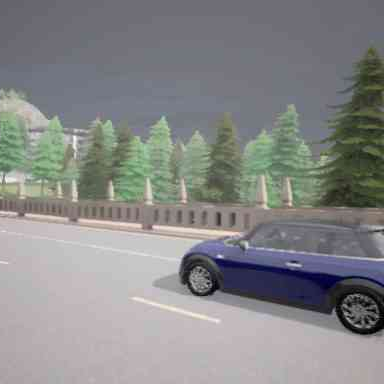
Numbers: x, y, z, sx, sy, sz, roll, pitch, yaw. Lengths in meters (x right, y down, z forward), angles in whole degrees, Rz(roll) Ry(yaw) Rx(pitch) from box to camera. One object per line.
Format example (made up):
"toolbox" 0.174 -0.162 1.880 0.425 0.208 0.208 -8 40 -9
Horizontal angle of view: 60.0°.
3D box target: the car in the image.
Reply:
"car" 1.907 1.328 6.931 4.553 1.767 2.097 1 1 35
